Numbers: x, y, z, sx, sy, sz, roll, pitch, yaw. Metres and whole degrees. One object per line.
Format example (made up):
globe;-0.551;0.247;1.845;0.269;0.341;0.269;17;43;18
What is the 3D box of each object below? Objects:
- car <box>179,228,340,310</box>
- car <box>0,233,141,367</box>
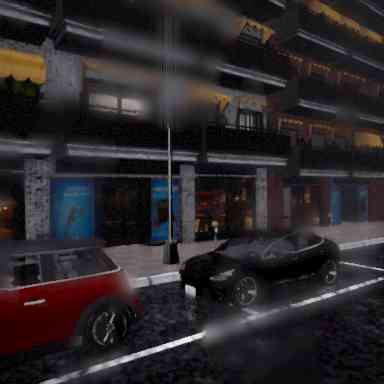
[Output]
car;1.736;1.561;7.811;4.313;1.339;1.947;0;-1;-35
car;-2.876;1.437;4.524;4.097;1.590;1.967;0;-1;-35
